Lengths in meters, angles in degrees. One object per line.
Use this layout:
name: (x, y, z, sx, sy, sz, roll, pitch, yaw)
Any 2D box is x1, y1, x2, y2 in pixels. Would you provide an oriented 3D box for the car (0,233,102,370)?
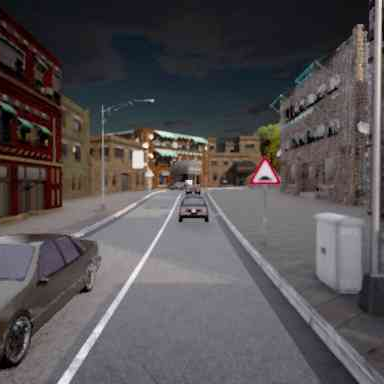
car: (-3.100, 1.500, 5.915, 2.033, 1.411, 5.357, 0, 1, 0)

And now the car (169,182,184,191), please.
car: (-1.860, -0.807, 49.714, 1.994, 1.385, 4.181, 1, 3, 19)

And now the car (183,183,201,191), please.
car: (0.252, -0.342, 42.526, 1.895, 1.301, 4.718, 0, 4, 2)

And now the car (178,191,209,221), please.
car: (0.099, 0.970, 21.323, 2.033, 1.411, 5.357, 0, 3, 0)
